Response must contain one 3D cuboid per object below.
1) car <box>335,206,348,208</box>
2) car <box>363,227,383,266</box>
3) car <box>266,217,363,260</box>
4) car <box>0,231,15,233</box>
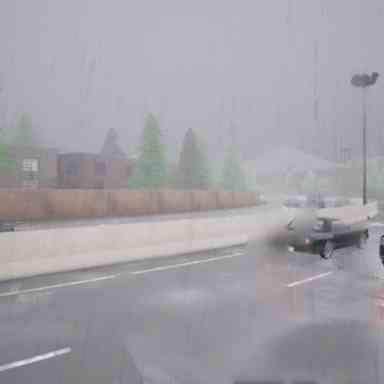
[{"bbox_3d":[19.613,1.578,42.868,2.033,1.411,5.357,0,0,29],"label":"car"},{"bbox_3d":[7.423,1.495,10.214,4.902,1.511,2.128,0,0,-42],"label":"car"},{"bbox_3d":[4.944,1.612,12.625,4.718,1.301,1.895,0,0,-42],"label":"car"},{"bbox_3d":[-8.512,1.537,10.963,4.892,1.490,1.837,0,0,-36],"label":"car"}]
